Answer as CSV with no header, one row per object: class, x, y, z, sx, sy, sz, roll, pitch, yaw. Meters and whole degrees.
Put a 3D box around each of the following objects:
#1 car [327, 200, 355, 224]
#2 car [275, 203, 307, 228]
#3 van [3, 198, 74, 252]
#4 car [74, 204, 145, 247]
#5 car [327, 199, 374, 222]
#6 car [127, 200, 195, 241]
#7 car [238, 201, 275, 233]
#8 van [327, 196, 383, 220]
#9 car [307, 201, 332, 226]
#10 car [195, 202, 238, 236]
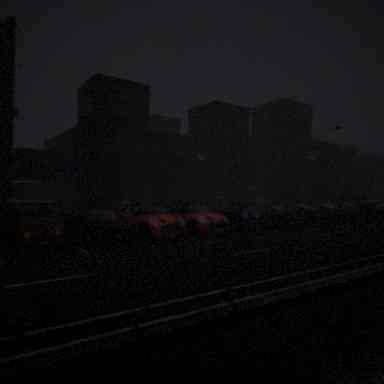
car,9.072,1.555,25.033,2.231,1.521,4.892,0,0,-36
car,4.585,1.530,21.829,2.231,1.521,4.892,0,0,-36
van,-6.570,1.258,13.729,1.878,1.987,4.442,0,0,-36
car,-4.398,1.491,15.431,2.097,1.535,5.008,0,0,-36
car,11.315,1.569,26.635,2.231,1.521,4.892,0,0,-36
car,-2.168,1.373,17.054,2.185,1.767,4.553,0,0,-36
car,2.356,1.392,20.207,2.185,1.767,4.553,0,0,-36
van,13.726,1.358,28.219,1.878,1.987,4.442,0,0,-35
car,6.829,1.541,23.432,2.231,1.521,4.892,0,0,-36
car,0.075,1.382,18.656,2.185,1.767,4.553,0,0,-36
